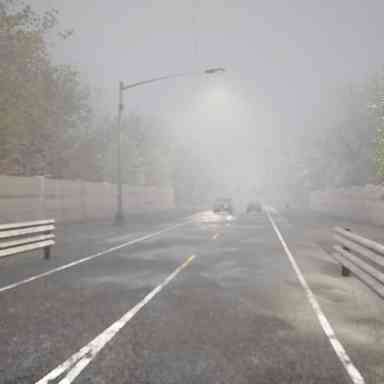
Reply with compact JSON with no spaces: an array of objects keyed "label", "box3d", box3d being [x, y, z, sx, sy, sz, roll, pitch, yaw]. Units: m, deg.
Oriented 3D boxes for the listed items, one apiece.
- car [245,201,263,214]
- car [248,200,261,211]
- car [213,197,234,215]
[{"label":"car","box3d":[7.813,1.989,41.940,1.837,1.490,4.892,1,-1,11]},{"label":"car","box3d":[9.770,2.095,51.673,1.837,1.490,4.892,1,0,11]},{"label":"car","box3d":[3.950,1.638,40.820,2.150,2.045,5.566,2,-1,12]}]
